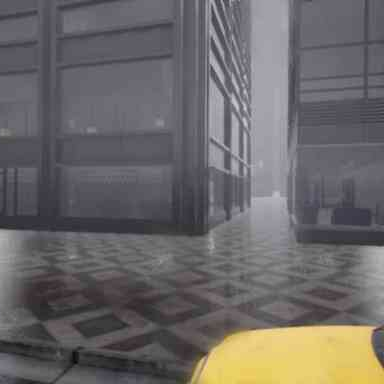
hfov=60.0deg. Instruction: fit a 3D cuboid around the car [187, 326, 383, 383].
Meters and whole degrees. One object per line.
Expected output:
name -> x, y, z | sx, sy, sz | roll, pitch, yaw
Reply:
car -> 2.511, 1.458, 2.162 | 5.366, 1.575, 1.801 | 0, 0, 15
